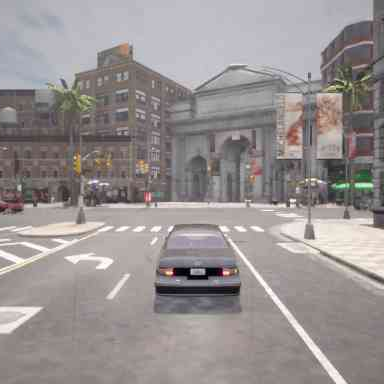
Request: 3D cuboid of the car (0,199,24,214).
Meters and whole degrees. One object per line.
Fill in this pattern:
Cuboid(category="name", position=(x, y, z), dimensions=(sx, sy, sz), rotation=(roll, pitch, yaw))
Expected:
Cuboid(category="car", position=(-19.923, 1.477, 34.219), dimensions=(5.008, 1.535, 1.882), rotation=(0, 0, 1))

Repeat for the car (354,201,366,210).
Cuboid(category="car", position=(22.274, 1.564, 40.989), dimensions=(4.181, 1.385, 1.994), rotation=(0, 0, 0))

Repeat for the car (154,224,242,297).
Cuboid(category="car", position=(0.110, 1.547, 8.762), dimensions=(2.033, 1.411, 5.357), rotation=(0, 0, 0))

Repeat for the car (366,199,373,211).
Cuboid(category="car", position=(22.701, 1.526, 37.490), dimensions=(4.674, 1.442, 1.812), rotation=(0, 0, 1))
